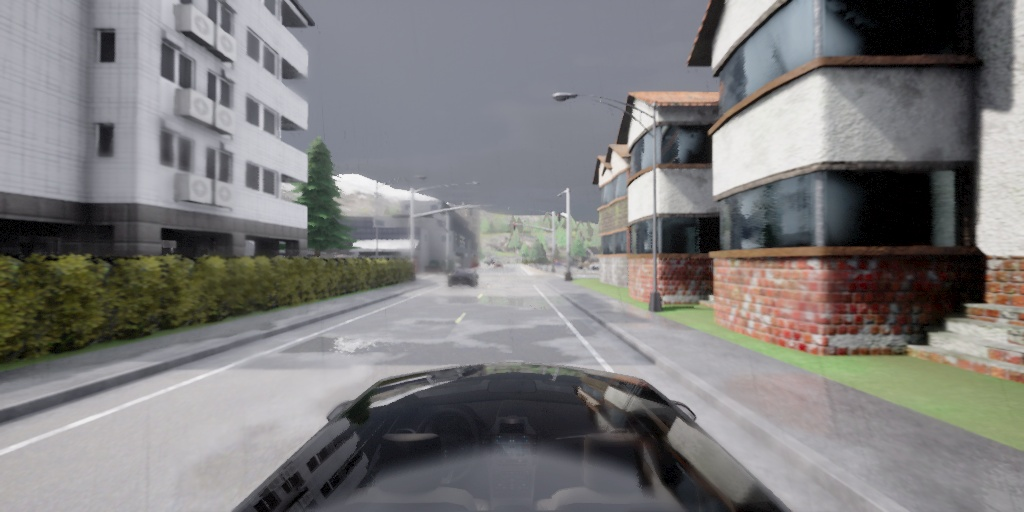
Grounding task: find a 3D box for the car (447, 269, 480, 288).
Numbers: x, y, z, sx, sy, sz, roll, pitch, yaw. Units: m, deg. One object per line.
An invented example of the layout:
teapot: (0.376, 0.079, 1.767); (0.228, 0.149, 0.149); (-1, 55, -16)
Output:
car: (-3.519, 1.630, 26.594); (1.895, 1.301, 4.718); (0, -1, 0)
